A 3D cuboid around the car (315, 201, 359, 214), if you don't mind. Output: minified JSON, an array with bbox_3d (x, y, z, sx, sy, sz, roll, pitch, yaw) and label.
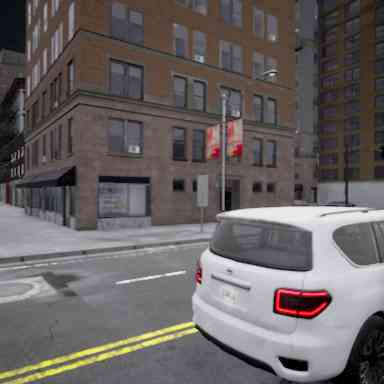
[{"bbox_3d":[16.819,1.708,38.650,1.947,1.339,4.313,1,0,-35],"label":"car"}]

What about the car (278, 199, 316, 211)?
[{"bbox_3d":[13.565,1.694,43.284,2.008,1.369,4.403,1,0,-35],"label":"car"}]

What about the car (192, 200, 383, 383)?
[{"bbox_3d":[2.616,1.239,5.296,5.566,2.045,2.150,0,0,-35],"label":"car"}]
